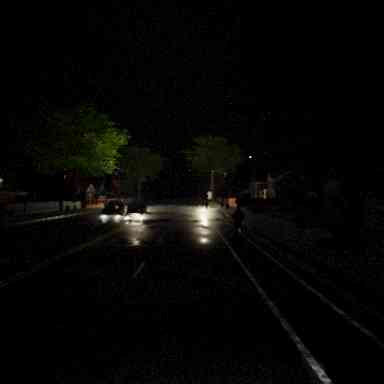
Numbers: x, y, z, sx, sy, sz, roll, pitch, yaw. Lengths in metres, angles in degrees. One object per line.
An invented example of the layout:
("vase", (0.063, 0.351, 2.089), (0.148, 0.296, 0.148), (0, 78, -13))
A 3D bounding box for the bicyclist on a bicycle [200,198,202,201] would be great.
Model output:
("bicyclist on a bicycle", (2.338, 2.416, 83.546), (0.582, 1.620, 1.656), (0, -1, 0))

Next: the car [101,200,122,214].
("car", (-9.770, 1.837, 41.519), (2.097, 1.767, 4.553), (0, -1, 0))

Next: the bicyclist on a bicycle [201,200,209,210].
("bicyclist on a bicycle", (2.306, 2.050, 52.414), (0.866, 1.612, 1.509), (0, -1, 0))

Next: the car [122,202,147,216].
("car", (-6.535, 1.939, 39.410), (1.882, 1.535, 5.008), (0, -1, 0))

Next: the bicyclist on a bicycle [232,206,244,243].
("bicyclist on a bicycle", (2.267, 1.564, 16.405), (0.659, 1.776, 1.843), (0, -1, 0))
